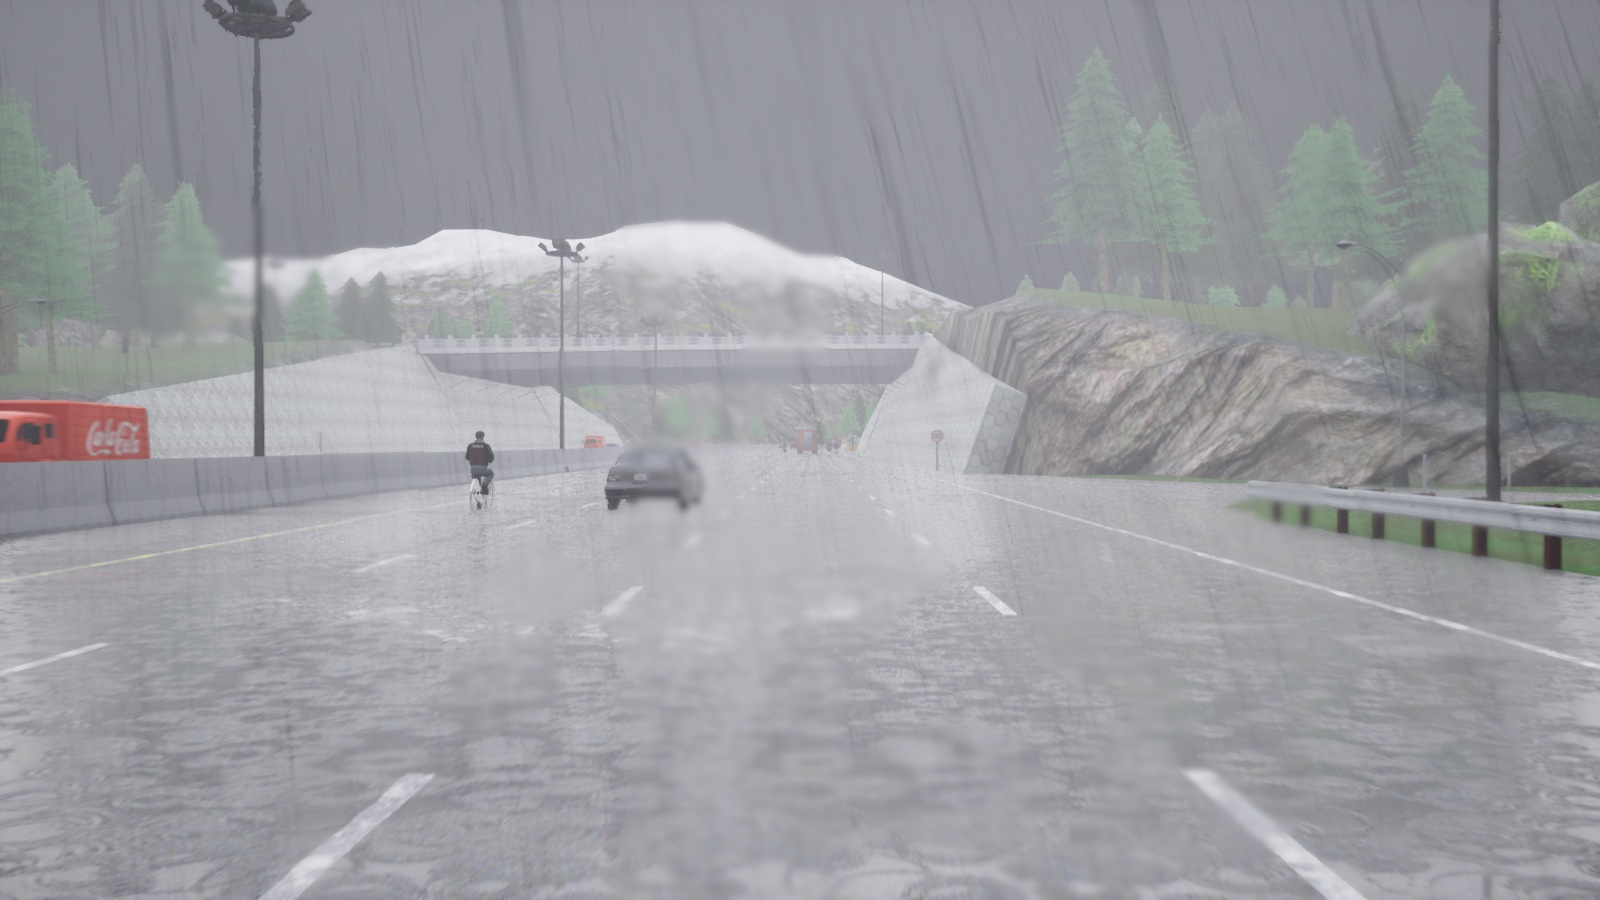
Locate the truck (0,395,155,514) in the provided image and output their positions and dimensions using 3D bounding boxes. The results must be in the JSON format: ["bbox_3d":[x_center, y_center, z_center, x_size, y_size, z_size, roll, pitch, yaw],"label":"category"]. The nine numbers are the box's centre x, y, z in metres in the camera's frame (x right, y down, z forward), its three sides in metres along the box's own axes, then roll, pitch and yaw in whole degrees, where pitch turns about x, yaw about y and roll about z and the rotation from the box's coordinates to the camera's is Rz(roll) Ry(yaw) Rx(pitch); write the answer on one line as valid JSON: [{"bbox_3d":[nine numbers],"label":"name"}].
[{"bbox_3d":[-17.321,0.089,28.527,2.627,2.467,5.204,0,0,0],"label":"truck"}]

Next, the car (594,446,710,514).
[{"bbox_3d":[-3.319,0.627,29.172,2.033,1.411,5.357,0,0,0],"label":"car"}]

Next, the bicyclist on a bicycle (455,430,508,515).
[{"bbox_3d":[-6.831,0.459,27.017,0.659,1.776,1.843,0,1,0],"label":"bicyclist on a bicycle"}]
